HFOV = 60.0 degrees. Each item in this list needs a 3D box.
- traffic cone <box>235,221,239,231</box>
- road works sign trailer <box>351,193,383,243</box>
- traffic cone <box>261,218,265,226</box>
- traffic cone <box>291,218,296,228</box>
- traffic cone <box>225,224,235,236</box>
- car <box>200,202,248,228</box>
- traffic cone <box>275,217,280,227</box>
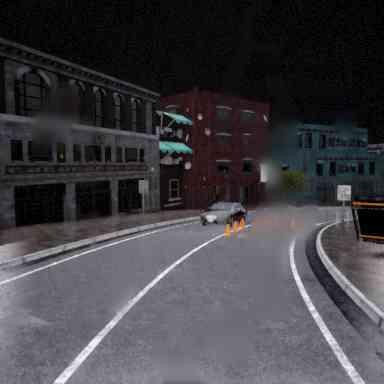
[{"bbox_3d":[2.491,1.903,18.874,0.340,0.580,0.340,2,1,19],"label":"traffic cone"},{"bbox_3d":[7.114,1.155,10.546,3.560,2.380,2.880,2,45,37],"label":"road works sign trailer"},{"bbox_3d":[4.301,1.970,20.801,0.580,0.340,0.340,20,-4,-32],"label":"traffic cone"},{"bbox_3d":[6.616,2.010,21.686,0.340,0.580,0.340,2,1,19],"label":"traffic cone"},{"bbox_3d":[1.841,1.905,16.983,0.340,0.580,0.340,2,0,19],"label":"traffic cone"},{"bbox_3d":[2.181,1.395,21.589,2.128,1.511,4.902,2,1,27],"label":"car"},{"bbox_3d":[5.670,1.971,22.006,0.340,0.580,0.340,2,1,18],"label":"traffic cone"}]
